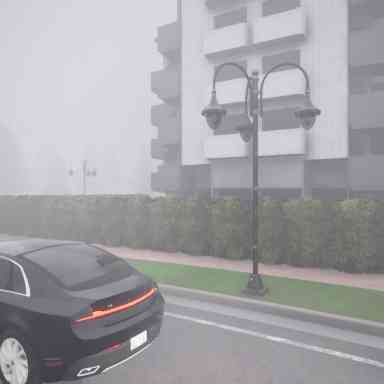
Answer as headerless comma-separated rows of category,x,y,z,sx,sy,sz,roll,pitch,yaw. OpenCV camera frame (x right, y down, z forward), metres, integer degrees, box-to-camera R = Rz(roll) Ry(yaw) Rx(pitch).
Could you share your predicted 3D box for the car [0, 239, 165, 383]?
car,-2.717,1.505,5.169,4.892,1.490,1.837,0,0,31
